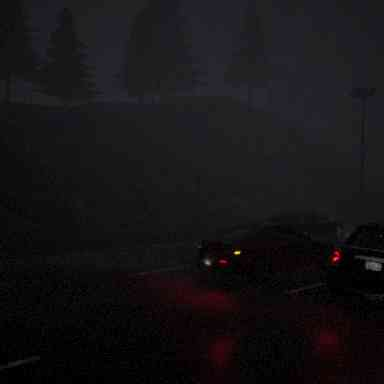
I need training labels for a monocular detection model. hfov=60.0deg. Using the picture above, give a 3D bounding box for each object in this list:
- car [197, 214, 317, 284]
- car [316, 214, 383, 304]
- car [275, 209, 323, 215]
[{"bbox_3d":[2.281,1.588,9.717,4.674,1.442,1.812,0,0,-35],"label":"car"},{"bbox_3d":[5.111,1.422,7.431,4.553,1.767,2.097,1,0,-35],"label":"car"},{"bbox_3d":[5.636,1.623,16.508,4.892,1.490,1.837,1,0,-37],"label":"car"}]
